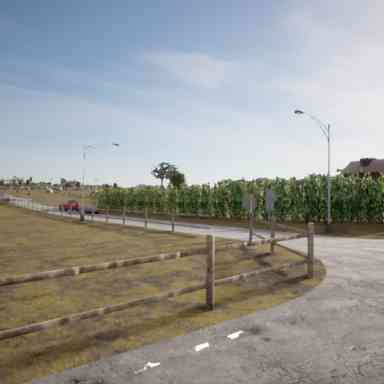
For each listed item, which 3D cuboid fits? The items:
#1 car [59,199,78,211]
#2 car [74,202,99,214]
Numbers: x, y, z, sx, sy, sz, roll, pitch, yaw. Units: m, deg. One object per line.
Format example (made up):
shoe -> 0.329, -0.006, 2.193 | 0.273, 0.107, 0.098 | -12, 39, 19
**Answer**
car -> -21.393, 2.266, 57.880 | 2.150, 2.045, 5.566 | 3, -1, -36
car -> -15.541, 2.594, 49.788 | 1.994, 1.385, 4.181 | 3, -2, -37
